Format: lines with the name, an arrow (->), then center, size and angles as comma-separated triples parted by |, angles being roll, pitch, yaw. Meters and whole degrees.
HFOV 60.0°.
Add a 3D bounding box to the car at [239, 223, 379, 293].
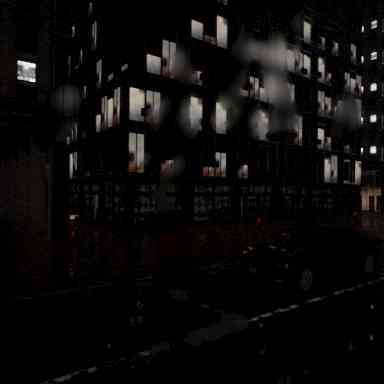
car -> 3.227, 1.545, 8.853 | 4.507, 1.381, 1.887 | 0, 1, -36
